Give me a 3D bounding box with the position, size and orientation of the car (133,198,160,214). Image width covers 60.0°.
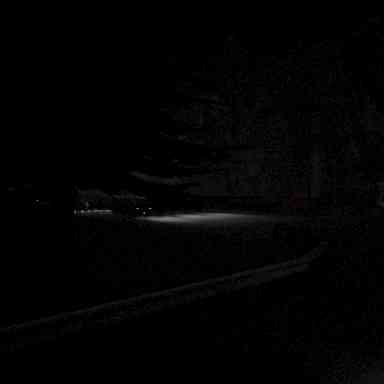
[{"bbox_3d":[-3.702,1.515,35.143,2.128,1.511,4.902,0,0,-45],"label":"car"}]

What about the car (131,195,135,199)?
[{"bbox_3d":[-8.493,1.490,44.932,2.128,1.511,4.902,0,0,-44],"label":"car"}]

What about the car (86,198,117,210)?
[{"bbox_3d":[-11.765,1.519,43.261,1.812,1.442,4.674,0,0,-45],"label":"car"}]

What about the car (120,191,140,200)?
[{"bbox_3d":[-15.246,0.846,81.769,2.150,2.045,5.566,0,1,-45],"label":"car"}]

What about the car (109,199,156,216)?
[{"bbox_3d":[-5.977,1.625,32.465,1.895,1.301,4.718,0,0,-45],"label":"car"}]

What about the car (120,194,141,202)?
[{"bbox_3d":[-12.882,1.288,69.421,1.882,1.535,5.008,0,1,-45],"label":"car"}]
